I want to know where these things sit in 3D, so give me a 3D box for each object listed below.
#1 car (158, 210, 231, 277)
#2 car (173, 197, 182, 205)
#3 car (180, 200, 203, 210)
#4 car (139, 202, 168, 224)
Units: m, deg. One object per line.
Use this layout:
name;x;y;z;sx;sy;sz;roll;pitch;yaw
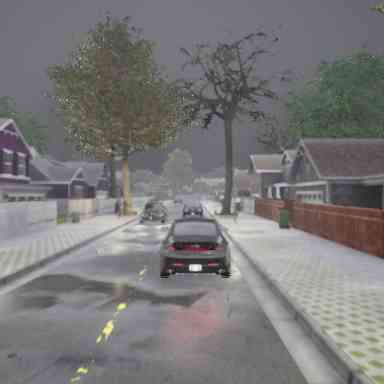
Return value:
car;0.087;1.528;10.286;1.837;1.490;4.892;0;0;0
car;-2.775;1.780;67.429;2.033;1.411;5.357;0;0;0
car;0.086;1.693;32.499;1.895;1.301;4.718;0;0;0
car;-2.859;1.570;25.476;1.837;1.490;4.892;0;0;0
